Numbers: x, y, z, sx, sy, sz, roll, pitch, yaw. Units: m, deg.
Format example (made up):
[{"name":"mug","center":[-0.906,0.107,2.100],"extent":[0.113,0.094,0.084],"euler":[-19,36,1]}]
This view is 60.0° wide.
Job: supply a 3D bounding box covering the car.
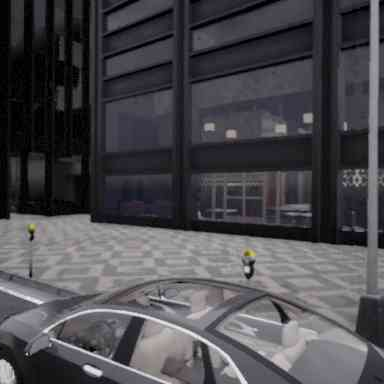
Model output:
[{"name":"car","center":[-0.274,1.538,3.156],"extent":[4.403,1.369,2.008],"euler":[0,0,35]}]
